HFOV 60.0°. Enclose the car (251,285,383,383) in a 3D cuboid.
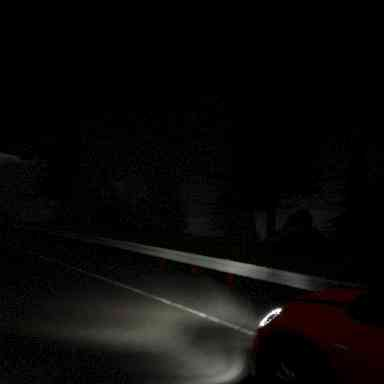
[{"bbox_3d":[2.764,1.492,3.107,2.097,1.767,4.553,2,-3,-41],"label":"car"}]
